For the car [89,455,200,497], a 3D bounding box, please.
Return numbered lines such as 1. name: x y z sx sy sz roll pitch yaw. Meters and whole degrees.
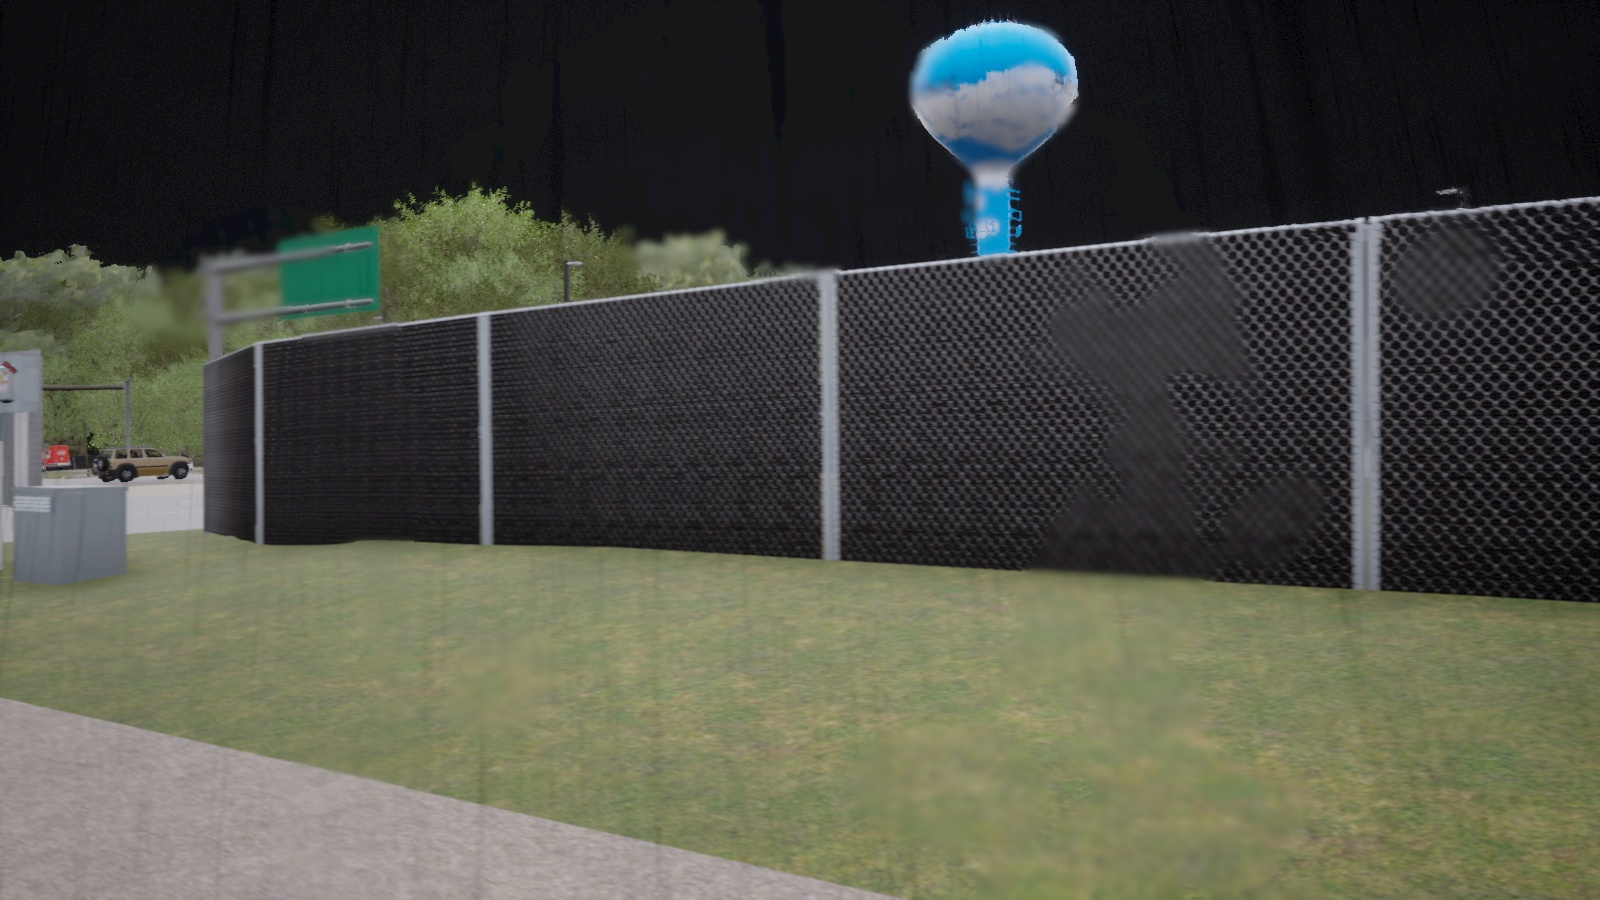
1. car: -33.574 1.302 64.437 1.932 1.855 4.605 -1 2 33
